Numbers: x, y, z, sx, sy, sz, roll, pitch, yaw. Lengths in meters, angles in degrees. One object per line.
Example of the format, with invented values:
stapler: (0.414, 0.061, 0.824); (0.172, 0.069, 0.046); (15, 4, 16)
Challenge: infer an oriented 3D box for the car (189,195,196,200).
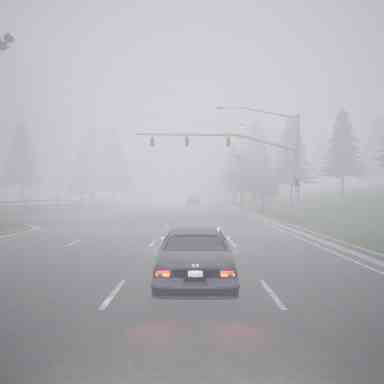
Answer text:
car: (0.153, 1.539, 94.127); (2.033, 1.411, 5.357); (0, 0, 0)

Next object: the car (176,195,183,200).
car: (-3.347, 1.524, 94.133); (1.812, 1.442, 4.674); (0, 0, 0)

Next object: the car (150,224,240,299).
car: (0.080, 1.547, 8.612); (2.033, 1.411, 5.357); (0, 0, 1)

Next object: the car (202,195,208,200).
car: (3.653, 1.500, 94.121); (1.837, 1.490, 4.892); (0, 0, 0)

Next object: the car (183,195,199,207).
car: (0.083, 1.351, 52.651); (2.097, 1.767, 4.553); (0, 0, 0)

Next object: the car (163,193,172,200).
car: (-6.847, 1.225, 94.169); (2.150, 2.045, 5.566); (0, 0, 0)
